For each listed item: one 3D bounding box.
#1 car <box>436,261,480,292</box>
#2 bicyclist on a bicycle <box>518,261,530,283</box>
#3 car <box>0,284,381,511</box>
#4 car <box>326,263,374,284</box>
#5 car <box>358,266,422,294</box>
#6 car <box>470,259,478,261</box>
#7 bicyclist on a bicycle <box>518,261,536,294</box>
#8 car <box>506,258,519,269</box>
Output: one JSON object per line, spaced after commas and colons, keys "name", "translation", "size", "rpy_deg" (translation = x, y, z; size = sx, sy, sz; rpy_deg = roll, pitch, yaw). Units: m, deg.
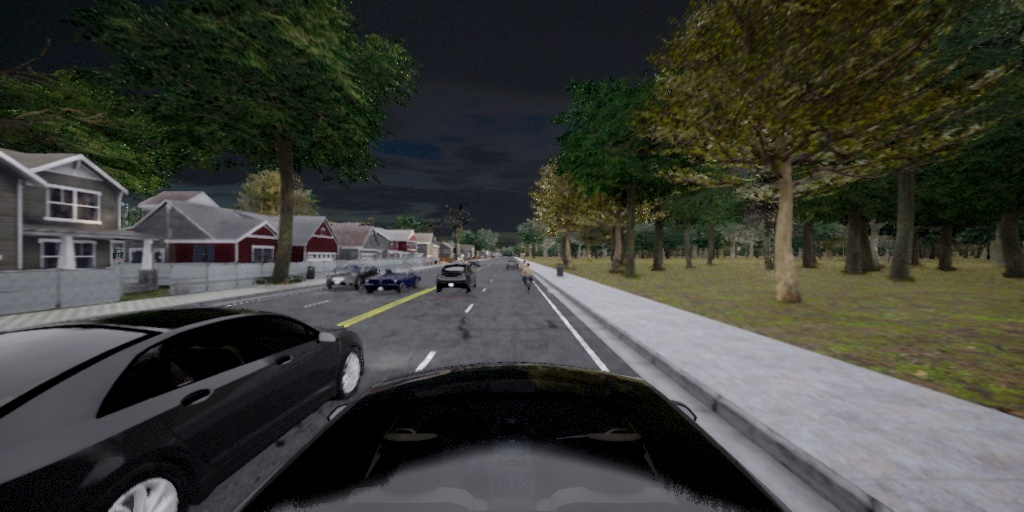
{"name": "car", "translation": [-3.142, 1.236, 20.907], "size": [1.837, 1.490, 4.892], "rpy_deg": [0, 0, 0]}
{"name": "bicyclist on a bicycle", "translation": [0.917, 1.161, 27.238], "size": [0.866, 1.612, 1.509], "rpy_deg": [0, 0, 0]}
{"name": "car", "translation": [-3.147, 1.253, 3.534], "size": [1.837, 1.490, 4.892], "rpy_deg": [0, 0, 0]}
{"name": "car", "translation": [-9.840, 1.221, 22.665], "size": [2.128, 1.511, 4.902], "rpy_deg": [0, 0, 0]}
{"name": "car", "translation": [-6.592, 1.332, 20.211], "size": [1.895, 1.301, 4.718], "rpy_deg": [0, 0, 0]}
{"name": "car", "translation": [-6.503, 1.254, 61.798], "size": [2.033, 1.411, 5.357], "rpy_deg": [0, 0, 1]}
{"name": "bicyclist on a bicycle", "translation": [0.868, 1.169, 19.057], "size": [0.866, 1.612, 1.509], "rpy_deg": [0, 0, 0]}
{"name": "car", "translation": [0.091, 1.201, 55.454], "size": [2.128, 1.511, 4.902], "rpy_deg": [0, 0, 0]}
